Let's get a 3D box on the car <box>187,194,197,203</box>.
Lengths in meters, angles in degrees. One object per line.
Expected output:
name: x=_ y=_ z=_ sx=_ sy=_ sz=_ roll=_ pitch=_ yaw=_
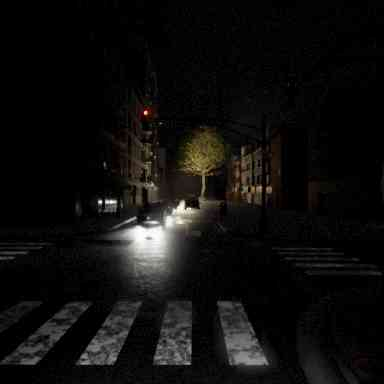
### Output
car: x=-0.070 y=1.330 z=69.350 sx=2.097 sy=1.767 sz=4.553 roll=0 pitch=0 yaw=0

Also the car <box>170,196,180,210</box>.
car: x=-2.925 y=1.542 z=43.141 sx=1.994 sy=1.385 sz=4.181 roll=0 pitch=0 yaw=0

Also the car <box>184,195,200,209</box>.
car: x=-0.013 y=1.455 z=44.230 sx=1.882 sy=1.535 sz=5.008 roll=0 pitch=0 yaw=0

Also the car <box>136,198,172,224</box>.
car: x=-2.908 y=1.479 z=24.744 sx=2.128 sy=1.511 sz=4.902 roll=0 pitch=0 yaw=0

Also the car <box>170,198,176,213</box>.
car: x=-2.933 y=1.582 z=33.955 sx=1.895 sy=1.301 sz=4.718 roll=0 pitch=0 yaw=0
